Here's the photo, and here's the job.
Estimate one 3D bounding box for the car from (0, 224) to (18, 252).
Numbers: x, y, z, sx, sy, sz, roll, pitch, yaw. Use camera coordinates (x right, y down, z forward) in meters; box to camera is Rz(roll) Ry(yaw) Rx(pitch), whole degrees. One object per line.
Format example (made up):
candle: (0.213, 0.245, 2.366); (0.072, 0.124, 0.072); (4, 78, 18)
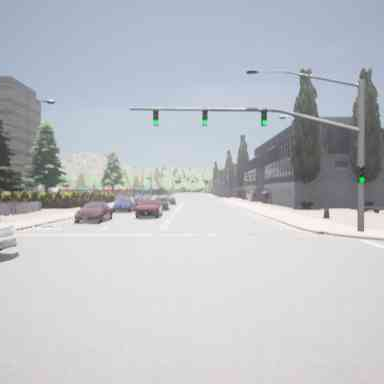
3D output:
car: (-8.303, 1.488, 11.016); (4.674, 1.442, 1.812); (0, 0, 1)

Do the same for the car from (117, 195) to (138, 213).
car: (-7.097, 1.397, 35.121); (1.812, 1.442, 4.674); (0, 0, 0)

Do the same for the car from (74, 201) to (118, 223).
car: (-7.101, 1.436, 24.492); (1.812, 1.442, 4.674); (0, 0, 0)

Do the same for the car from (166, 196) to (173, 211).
car: (-3.597, 1.364, 38.651); (1.837, 1.490, 4.892); (0, 0, 0)

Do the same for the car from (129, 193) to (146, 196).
car: (-7.085, 1.318, 46.973); (2.128, 1.511, 4.902); (0, 0, 0)

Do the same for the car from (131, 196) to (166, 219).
car: (-3.600, 1.373, 28.478); (1.882, 1.535, 5.008); (0, 0, 0)

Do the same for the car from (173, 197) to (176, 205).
car: (-3.552, 1.371, 52.666); (1.994, 1.385, 4.181); (0, 0, 1)
